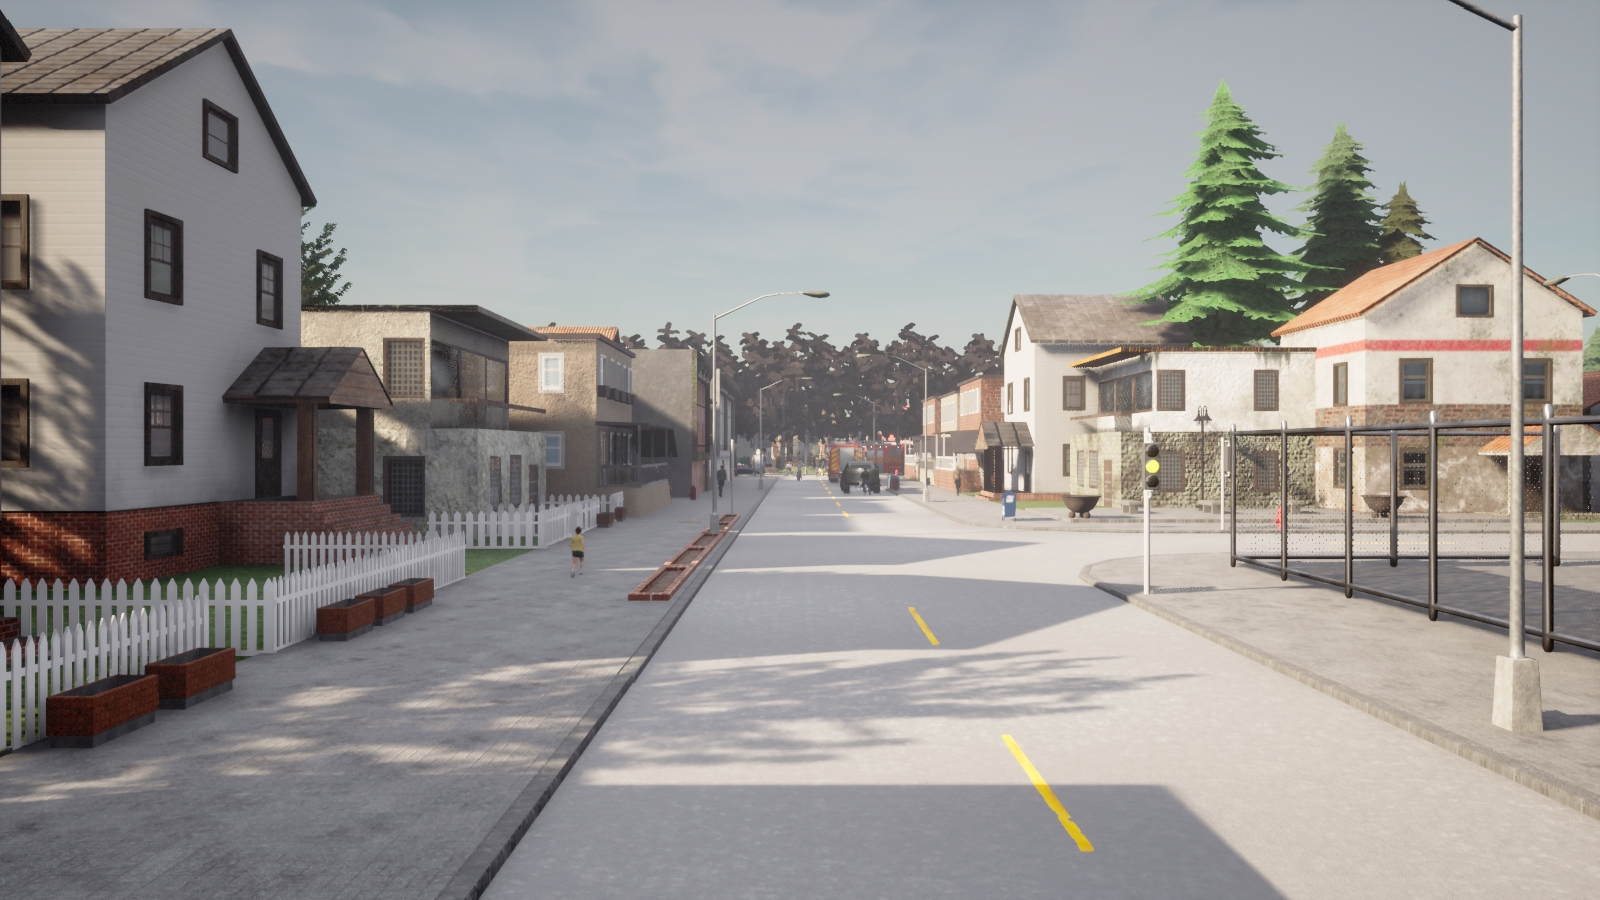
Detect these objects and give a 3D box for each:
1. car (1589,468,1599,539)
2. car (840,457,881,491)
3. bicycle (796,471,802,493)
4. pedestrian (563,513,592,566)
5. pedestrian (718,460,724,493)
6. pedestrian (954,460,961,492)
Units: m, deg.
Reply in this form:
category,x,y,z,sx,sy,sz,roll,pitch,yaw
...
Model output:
category,x,y,z,sx,sy,sz,roll,pitch,yaw
car,25.936,1.558,32.437,5.566,2.045,2.150,0,0,1
car,3.979,1.534,75.783,2.390,2.098,6.274,0,0,0
bicycle,-0.067,1.940,69.737,0.329,1.271,1.835,0,0,0
pedestrian,-4.752,1.905,24.456,0.500,1.100,0.500,0,0,4
pedestrian,-4.528,1.524,65.460,0.375,1.860,0.375,0,0,-4
pedestrian,9.129,1.524,66.172,0.375,1.860,0.375,0,0,0
